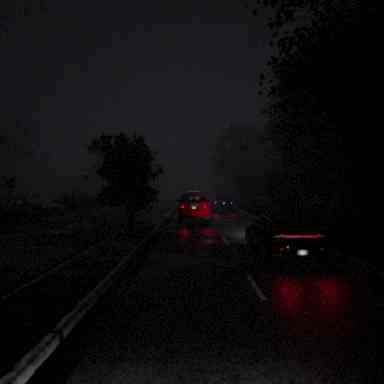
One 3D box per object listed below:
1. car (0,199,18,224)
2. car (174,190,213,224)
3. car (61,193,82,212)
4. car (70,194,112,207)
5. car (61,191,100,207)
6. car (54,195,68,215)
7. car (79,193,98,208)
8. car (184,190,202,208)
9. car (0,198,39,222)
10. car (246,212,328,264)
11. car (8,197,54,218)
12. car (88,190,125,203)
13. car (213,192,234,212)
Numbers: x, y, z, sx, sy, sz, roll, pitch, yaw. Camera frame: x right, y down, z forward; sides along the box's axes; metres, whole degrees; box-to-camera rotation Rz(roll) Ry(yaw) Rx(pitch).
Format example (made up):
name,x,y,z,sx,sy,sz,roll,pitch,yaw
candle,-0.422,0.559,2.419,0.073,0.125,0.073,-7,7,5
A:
name,x,y,z,sx,sy,sz,roll,pitch,yaw
car,-13.851,1.427,20.735,4.792,1.488,2.163,-1,1,-20
car,0.104,1.090,23.916,2.150,2.045,5.566,0,0,0
car,-13.810,1.243,32.759,5.008,1.535,2.097,-1,1,-20
car,-13.634,1.056,44.829,5.366,1.575,1.946,-1,1,-20
car,-13.790,0.855,41.774,5.566,2.045,2.435,-1,1,-20
car,-13.822,1.327,29.759,4.674,1.452,2.002,-1,1,-20
car,-13.787,1.179,38.775,4.792,1.488,2.163,-1,1,-20
car,0.104,0.819,42.965,2.150,2.045,5.566,0,1,0
car,-13.826,1.408,23.760,4.674,1.452,2.002,-1,0,-20
car,3.101,1.466,11.737,2.128,1.511,4.902,0,0,0
car,-13.854,1.203,26.747,4.553,1.767,2.185,-1,1,-20
car,-13.829,0.698,53.743,5.566,2.045,2.435,-1,1,-20
car,3.104,1.076,34.546,2.097,1.767,4.553,0,1,0
